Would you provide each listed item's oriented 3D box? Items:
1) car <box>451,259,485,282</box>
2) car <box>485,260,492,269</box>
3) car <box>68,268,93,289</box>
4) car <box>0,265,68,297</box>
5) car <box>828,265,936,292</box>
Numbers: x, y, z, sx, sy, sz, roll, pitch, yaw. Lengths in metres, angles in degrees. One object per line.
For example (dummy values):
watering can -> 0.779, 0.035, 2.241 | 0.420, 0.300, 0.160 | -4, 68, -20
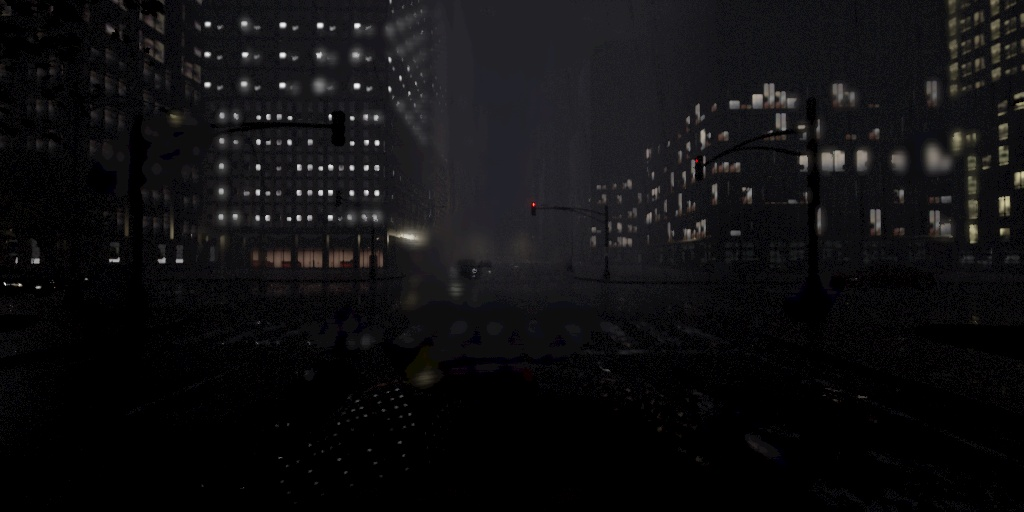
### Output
car -> -3.624, 1.103, 29.182 | 2.097, 1.767, 4.553 | 0, 1, -1
car -> -4.064, 1.248, 54.978 | 1.895, 1.301, 4.718 | 0, 0, -1
car -> -24.028, 1.278, 19.244 | 4.718, 1.301, 1.895 | 0, -1, 2
car -> -23.413, 1.139, 15.975 | 4.892, 1.490, 1.837 | 0, -1, 2
car -> 21.355, 1.262, 20.850 | 5.008, 1.535, 1.882 | 0, -1, 2
